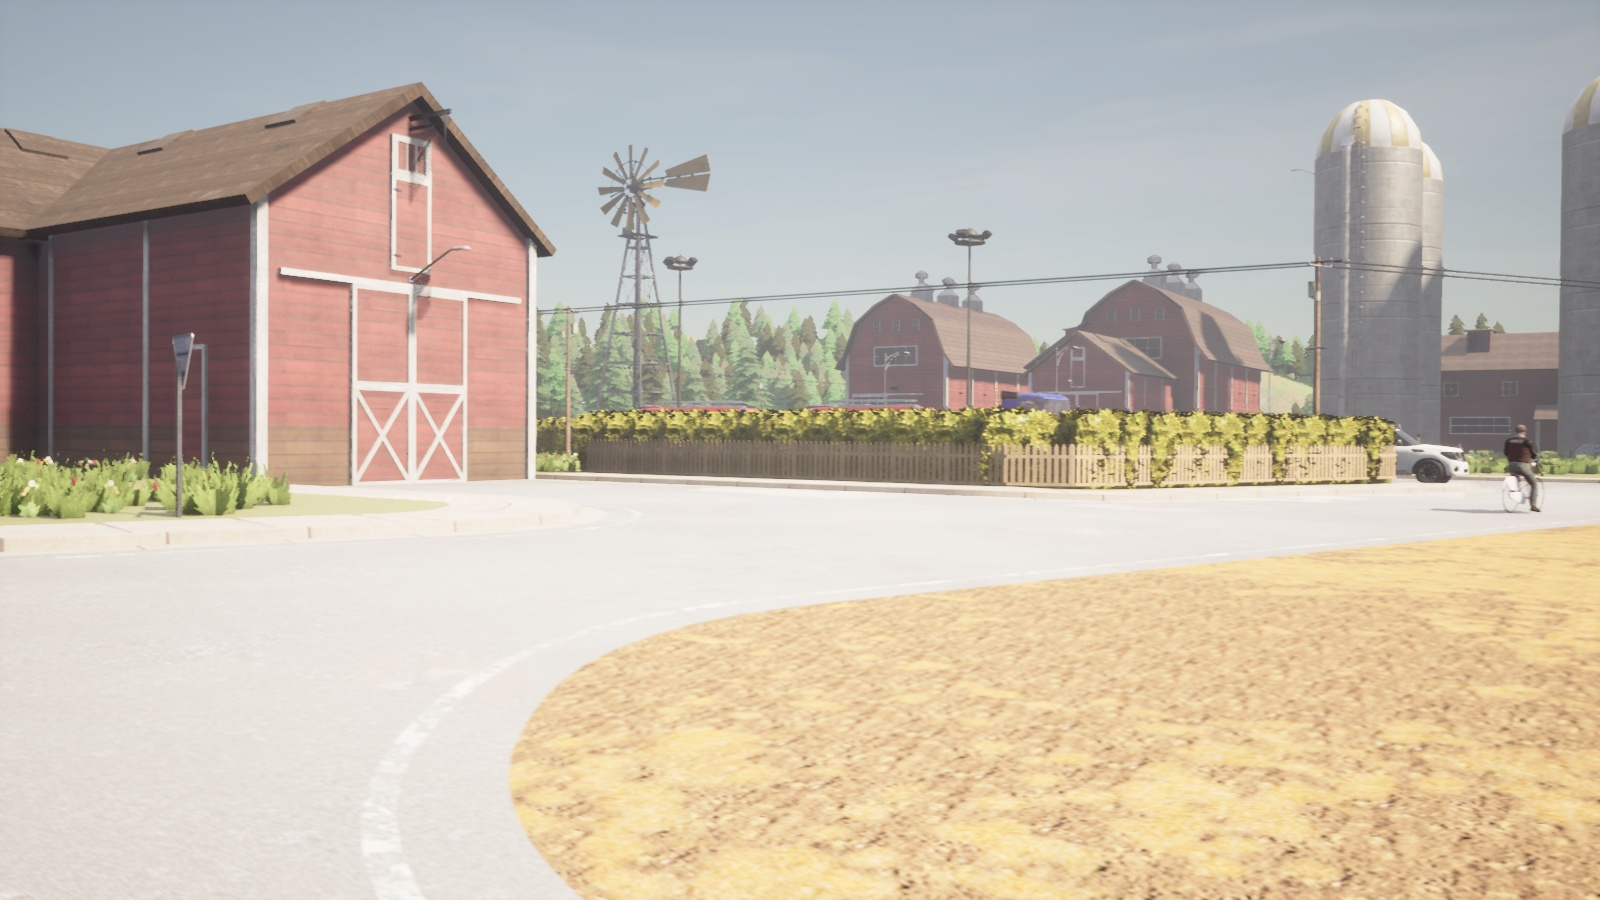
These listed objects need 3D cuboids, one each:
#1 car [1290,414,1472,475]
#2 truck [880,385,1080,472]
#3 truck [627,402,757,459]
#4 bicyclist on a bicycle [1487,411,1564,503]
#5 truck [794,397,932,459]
[{"bbox_3d":[20.646,-0.197,44.732,5.566,2.045,2.150,0,1,35],"label":"car"},{"bbox_3d":[7.575,-0.872,53.359,7.936,3.462,2.891,0,1,33],"label":"truck"},{"bbox_3d":[-7.456,-1.328,86.839,8.468,3.827,2.891,0,1,21],"label":"truck"},{"bbox_3d":[14.461,0.122,25.005,1.843,1.776,0.659,-1,1,-37],"label":"bicyclist on a bicycle"},{"bbox_3d":[3.997,-1.366,80.555,8.468,3.827,2.891,0,1,33],"label":"truck"}]
